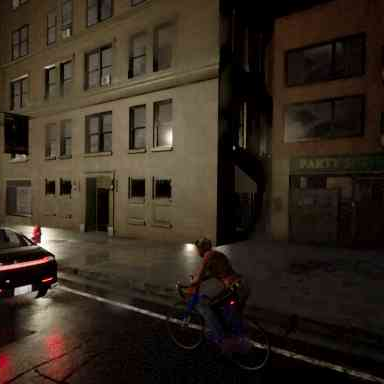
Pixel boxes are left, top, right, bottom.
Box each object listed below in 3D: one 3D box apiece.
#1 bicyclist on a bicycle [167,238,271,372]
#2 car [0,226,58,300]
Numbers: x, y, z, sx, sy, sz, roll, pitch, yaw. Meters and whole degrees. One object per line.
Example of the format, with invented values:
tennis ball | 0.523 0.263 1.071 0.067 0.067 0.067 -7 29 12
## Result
bicyclist on a bicycle | 0.286 1.452 4.474 1.656 1.620 0.582 0 0 36
car | -4.887 1.490 7.217 4.902 1.511 2.128 0 0 36
